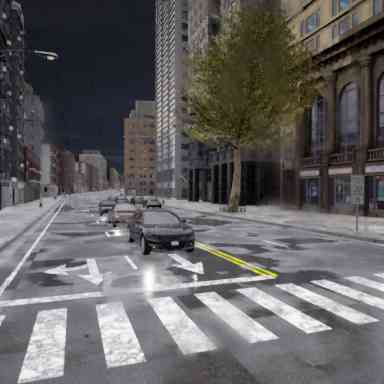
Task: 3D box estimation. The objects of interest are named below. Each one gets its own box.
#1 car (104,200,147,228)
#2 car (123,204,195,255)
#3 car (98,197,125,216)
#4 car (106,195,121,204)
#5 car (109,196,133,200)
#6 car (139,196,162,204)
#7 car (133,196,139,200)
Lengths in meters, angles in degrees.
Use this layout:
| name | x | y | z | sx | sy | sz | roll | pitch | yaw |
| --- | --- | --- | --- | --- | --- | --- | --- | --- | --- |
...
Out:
| name | x | y | z | sx | sy | sz | roll | pitch | yaw |
| --- | --- | --- | --- | --- | --- | --- | --- | --- | --- |
| car | -4.591 | 1.493 | 22.446 | 1.812 | 1.442 | 4.674 | 0 | 0 | -20 |
| car | -1.418 | 1.461 | 13.604 | 1.882 | 1.535 | 5.008 | 0 | 0 | -20 |
| car | -8.166 | 1.485 | 32.430 | 2.033 | 1.411 | 5.357 | 0 | 0 | -19 |
| car | -13.835 | 1.359 | 58.379 | 2.033 | 1.411 | 5.357 | 0 | 0 | -19 |
| car | -10.470 | 1.355 | 49.018 | 2.128 | 1.511 | 4.902 | 0 | 0 | -20 |
| car | -5.392 | 1.454 | 44.364 | 1.994 | 1.385 | 4.181 | 0 | 0 | -19 |
| car | -8.827 | 1.332 | 53.763 | 2.128 | 1.511 | 4.902 | 0 | 0 | -20 |
